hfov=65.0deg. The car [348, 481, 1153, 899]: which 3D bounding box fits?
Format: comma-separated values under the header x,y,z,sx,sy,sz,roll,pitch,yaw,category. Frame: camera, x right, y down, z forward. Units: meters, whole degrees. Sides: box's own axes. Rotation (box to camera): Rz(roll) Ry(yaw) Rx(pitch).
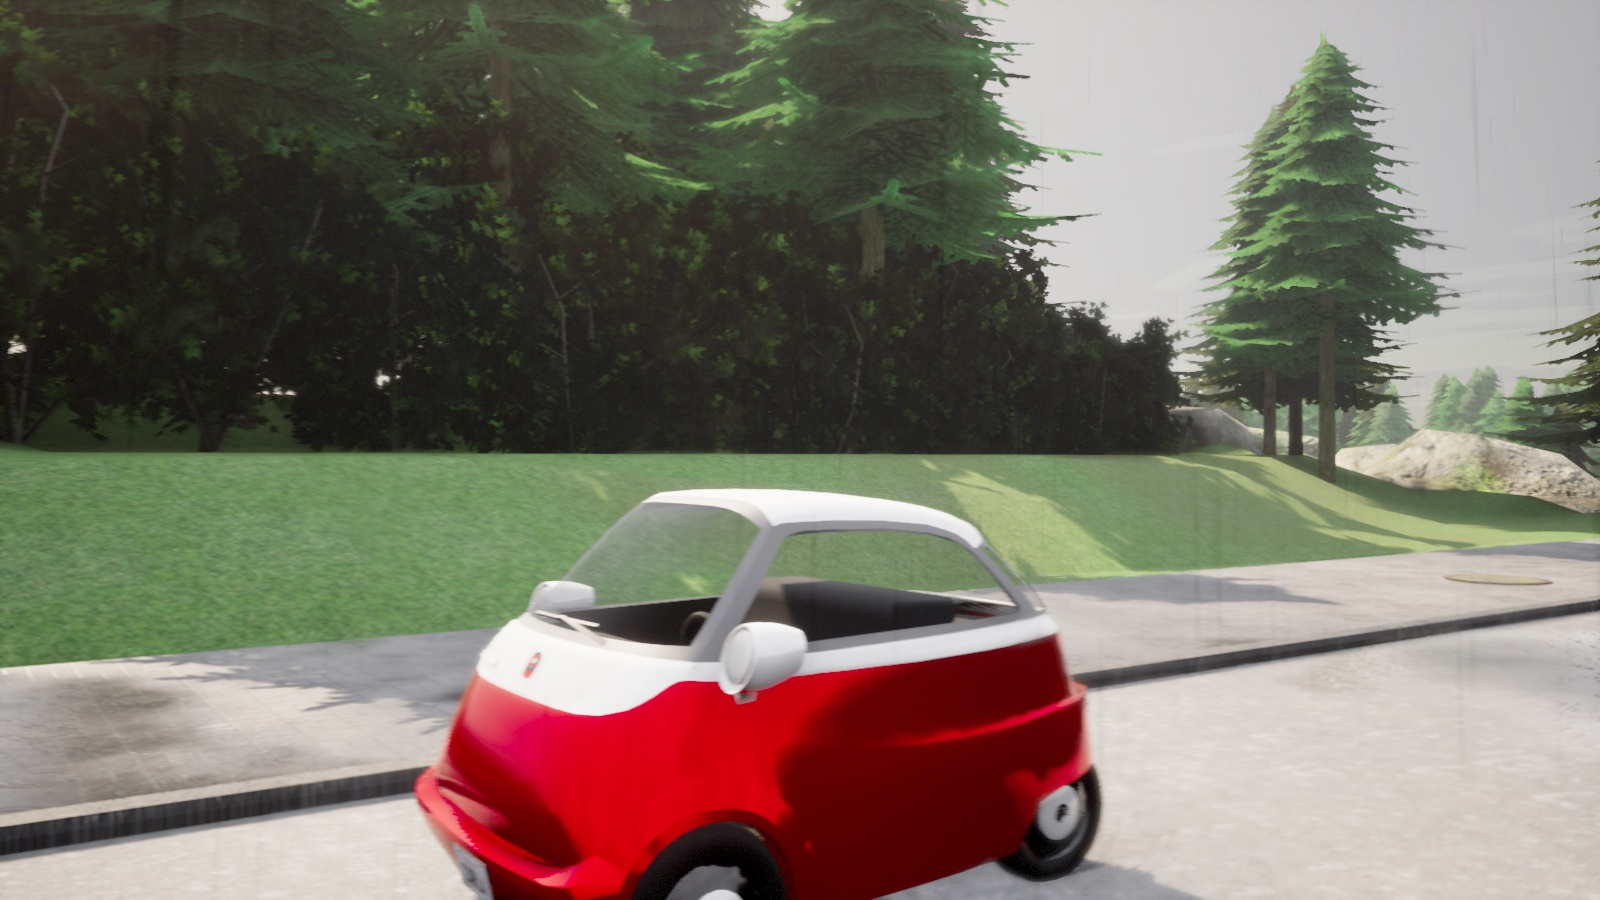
x,y,z,sx,sy,sz,roll,pitch,yaw,category
-0.156,0.809,4.159,2.207,1.376,1.481,1,-1,-35,car
